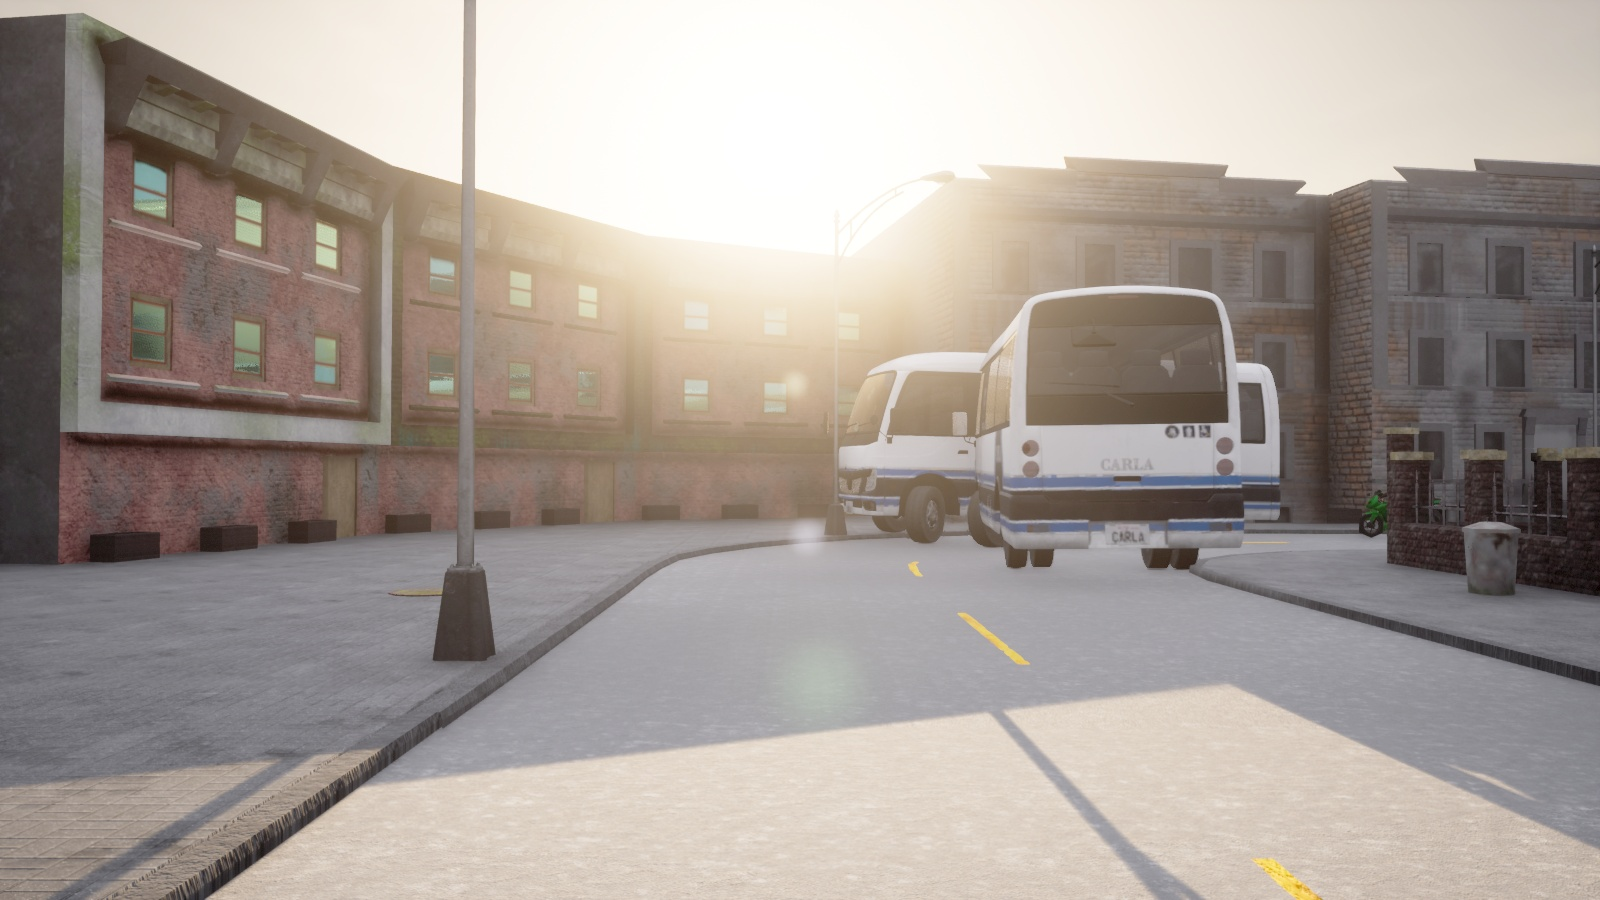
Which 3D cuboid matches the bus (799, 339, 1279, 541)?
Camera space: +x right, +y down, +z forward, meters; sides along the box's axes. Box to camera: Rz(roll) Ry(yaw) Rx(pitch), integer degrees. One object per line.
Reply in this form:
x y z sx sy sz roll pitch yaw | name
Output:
5.431 -0.113 29.374 10.273 4.253 3.944 1 -1 -12 | bus

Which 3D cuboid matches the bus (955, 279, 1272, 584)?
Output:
5.053 -0.199 22.930 3.944 4.253 10.273 -1 -1 5 | bus

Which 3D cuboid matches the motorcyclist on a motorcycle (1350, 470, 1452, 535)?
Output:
14.416 1.244 30.164 2.044 1.523 0.797 0 -1 0 | motorcyclist on a motorcycle
